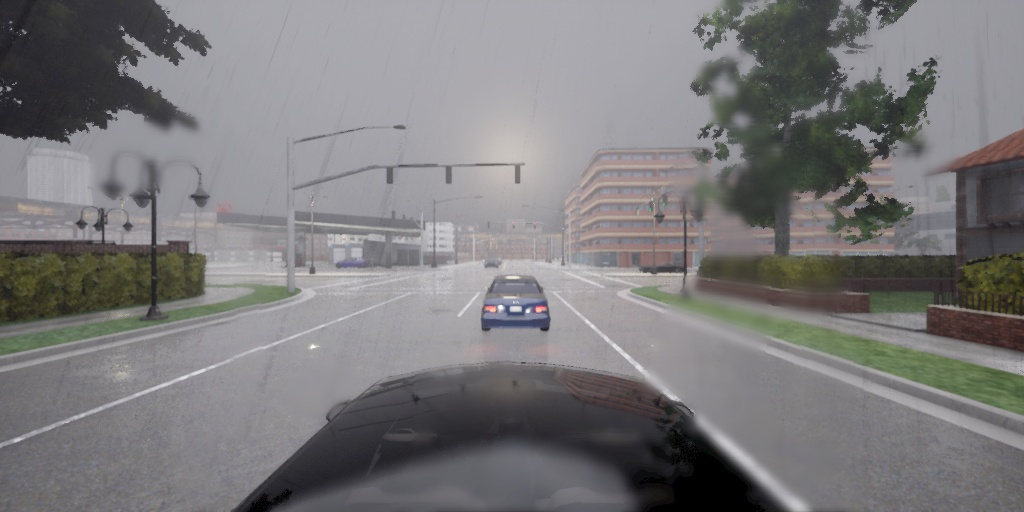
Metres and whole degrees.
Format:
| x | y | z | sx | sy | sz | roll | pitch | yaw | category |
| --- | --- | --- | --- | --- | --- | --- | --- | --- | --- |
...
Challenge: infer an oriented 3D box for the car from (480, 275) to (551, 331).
| x | y | z | sx | sy | sz | roll | pitch | yaw | category |
| --- | --- | --- | --- | --- | --- | --- | --- | --- | --- |
| 0.091 | 1.286 | 10.899 | 2.033 | 1.411 | 5.357 | 0 | 0 | 0 | car |

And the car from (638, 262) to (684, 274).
| x | y | z | sx | sy | sz | roll | pitch | yaw | category |
| --- | --- | --- | --- | --- | --- | --- | --- | --- | --- |
| 16.299 | 1.303 | 38.962 | 4.718 | 1.301 | 1.895 | 0 | 0 | -3 | car |

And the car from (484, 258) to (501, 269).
| x | y | z | sx | sy | sz | roll | pitch | yaw | category |
| --- | --- | --- | --- | --- | --- | --- | --- | --- | --- |
| -3.149 | 1.034 | 55.623 | 2.097 | 1.767 | 4.553 | 0 | 0 | 0 | car |
